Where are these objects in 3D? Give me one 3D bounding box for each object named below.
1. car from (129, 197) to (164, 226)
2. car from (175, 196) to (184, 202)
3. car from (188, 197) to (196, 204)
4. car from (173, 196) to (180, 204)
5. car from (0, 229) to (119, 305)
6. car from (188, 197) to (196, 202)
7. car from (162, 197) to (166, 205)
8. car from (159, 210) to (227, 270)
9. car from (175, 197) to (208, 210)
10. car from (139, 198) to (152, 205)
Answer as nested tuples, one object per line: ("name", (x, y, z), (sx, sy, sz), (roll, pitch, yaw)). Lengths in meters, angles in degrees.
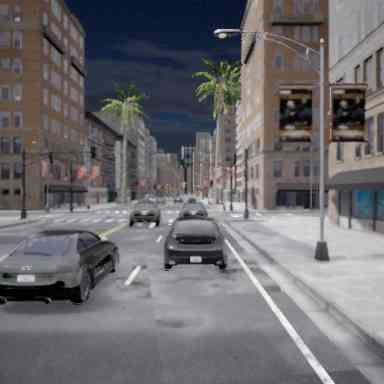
("car", (-3.396, 1.490, 24.731), (2.097, 1.767, 4.553), (0, 0, -4))
("car", (-3.240, 1.953, 88.413), (2.128, 1.511, 4.902), (0, 0, 0))
("car", (0.009, 1.958, 77.989), (1.837, 1.490, 4.892), (0, 0, 0))
("car", (-3.241, 1.818, 78.378), (2.097, 1.767, 4.553), (0, 0, 0))
("car", (-3.145, 1.610, 8.291), (1.994, 1.385, 4.181), (0, 0, 0))
("car", (0.010, 1.980, 88.412), (1.994, 1.385, 4.181), (0, 0, 0))
("car", (-6.492, 1.917, 69.698), (1.837, 1.490, 4.892), (0, 0, 0))
("car", (0.101, 1.566, 11.264), (1.837, 1.490, 4.892), (0, -1, 0))
("car", (0.102, 1.489, 24.725), (2.097, 1.767, 4.553), (0, 0, 0))
("car", (-9.742, 1.956, 69.695), (2.033, 1.411, 5.357), (0, 0, 0))
